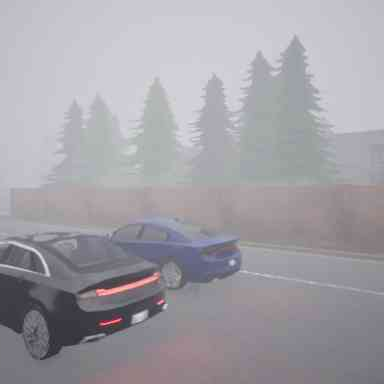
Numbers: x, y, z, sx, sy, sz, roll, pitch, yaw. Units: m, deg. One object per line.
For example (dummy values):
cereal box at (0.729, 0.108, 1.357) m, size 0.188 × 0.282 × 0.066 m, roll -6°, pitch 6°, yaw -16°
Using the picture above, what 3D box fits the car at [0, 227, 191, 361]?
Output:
car at (-2.662, 1.479, 5.937) m, size 4.902 × 1.511 × 2.128 m, roll 0°, pitch 0°, yaw 36°

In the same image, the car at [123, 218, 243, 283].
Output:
car at (-1.072, 1.465, 9.107) m, size 5.008 × 1.535 × 1.882 m, roll 0°, pitch 0°, yaw 36°
